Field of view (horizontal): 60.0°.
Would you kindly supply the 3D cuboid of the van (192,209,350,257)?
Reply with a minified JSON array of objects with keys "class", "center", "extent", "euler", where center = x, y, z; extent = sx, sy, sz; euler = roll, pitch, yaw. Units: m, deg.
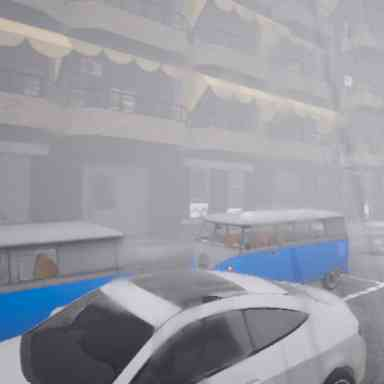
[{"class":"van","center":[1.805,1.310,7.355],"extent":[3.998,1.788,1.690],"euler":[0,2,-35]}]

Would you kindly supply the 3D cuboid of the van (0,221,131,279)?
[{"class":"van","center":[-2.700,1.341,4.144],"extent":[3.998,1.788,1.690],"euler":[0,2,-35]}]

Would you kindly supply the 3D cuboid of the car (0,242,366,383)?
[{"class":"car","center":[-0.316,1.518,2.844],"extent":[4.674,1.442,1.812],"euler":[0,0,-35]}]
